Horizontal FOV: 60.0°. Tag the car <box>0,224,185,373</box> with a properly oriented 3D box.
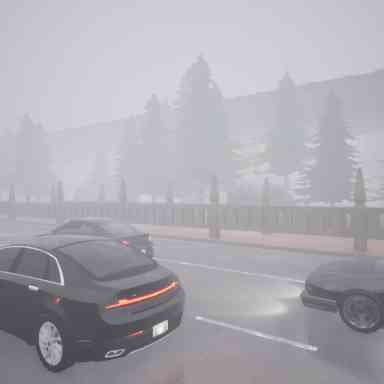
[{"bbox_3d":[-2.380,1.505,5.684,4.892,1.490,1.837,0,0,35],"label":"car"}]

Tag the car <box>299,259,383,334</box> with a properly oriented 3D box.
[{"bbox_3d":[4.541,1.547,5.053,5.357,1.411,2.033,0,0,35],"label":"car"}]

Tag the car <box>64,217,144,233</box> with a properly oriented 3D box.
[{"bbox_3d":[-3.274,1.526,10.614,4.674,1.442,1.812,0,0,35],"label":"car"}]
